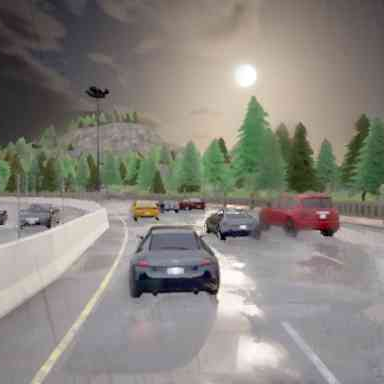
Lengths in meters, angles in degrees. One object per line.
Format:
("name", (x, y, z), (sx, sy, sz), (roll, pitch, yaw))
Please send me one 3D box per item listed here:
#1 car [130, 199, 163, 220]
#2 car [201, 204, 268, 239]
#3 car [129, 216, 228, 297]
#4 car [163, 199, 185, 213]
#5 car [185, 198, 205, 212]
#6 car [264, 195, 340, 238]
("car", (-3.974, 1.436, 27.167), (1.882, 1.535, 5.008), (0, 0, -16))
("car", (1.959, 1.522, 16.750), (1.994, 1.385, 4.181), (0, 0, -9))
("car", (-0.514, 1.548, 8.664), (1.994, 1.385, 4.181), (0, 0, -5))
("car", (-2.827, 1.485, 35.184), (2.033, 1.411, 5.357), (0, 0, -20))
("car", (-0.105, 1.400, 37.741), (1.882, 1.535, 5.008), (0, 0, -20))
("car", (5.413, 1.166, 17.500), (2.150, 2.045, 5.566), (0, 0, -9))
